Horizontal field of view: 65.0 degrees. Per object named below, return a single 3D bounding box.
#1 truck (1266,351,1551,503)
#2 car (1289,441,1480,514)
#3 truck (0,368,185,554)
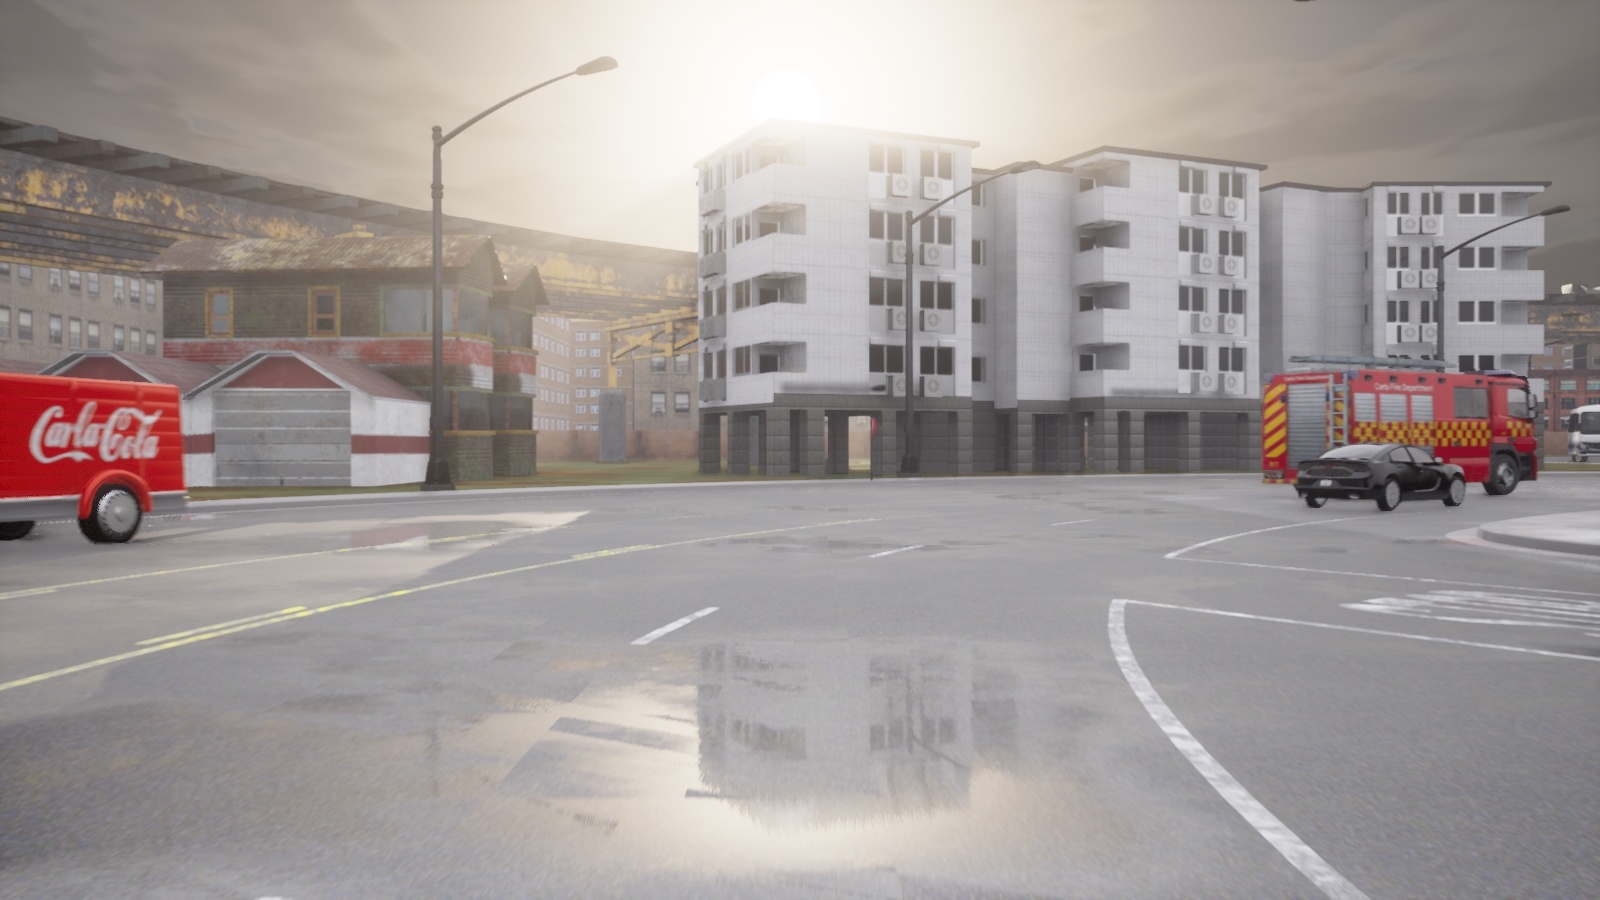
[{"bbox_3d":[17.092,-0.601,35.054,8.468,3.827,2.891,0,0,-30],"label":"truck"},{"bbox_3d":[13.432,0.574,28.739,5.008,1.535,1.882,0,0,-38],"label":"car"},{"bbox_3d":[-11.686,0.155,17.554,2.627,2.467,5.204,-1,0,19],"label":"truck"}]
